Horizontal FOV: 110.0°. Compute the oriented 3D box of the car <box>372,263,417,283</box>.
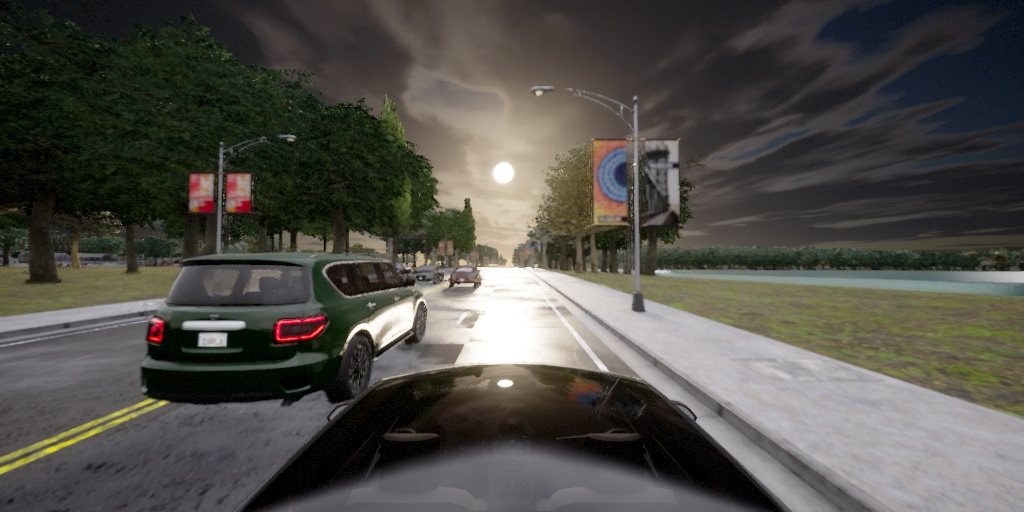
[{"bbox_3d":[-9.764,1.378,30.188,2.128,1.511,4.902,0,-1,0],"label":"car"}]

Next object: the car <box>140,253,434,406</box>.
[{"bbox_3d":[-3.150,0.977,6.460,2.150,2.045,5.566,0,0,0],"label":"car"}]

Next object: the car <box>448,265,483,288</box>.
[{"bbox_3d":[-3.150,1.366,24.854,1.812,1.442,4.674,0,0,0],"label":"car"}]

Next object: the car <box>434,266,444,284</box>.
[{"bbox_3d":[-6.543,1.428,27.721,1.994,1.385,4.181,0,-1,1],"label":"car"}]
